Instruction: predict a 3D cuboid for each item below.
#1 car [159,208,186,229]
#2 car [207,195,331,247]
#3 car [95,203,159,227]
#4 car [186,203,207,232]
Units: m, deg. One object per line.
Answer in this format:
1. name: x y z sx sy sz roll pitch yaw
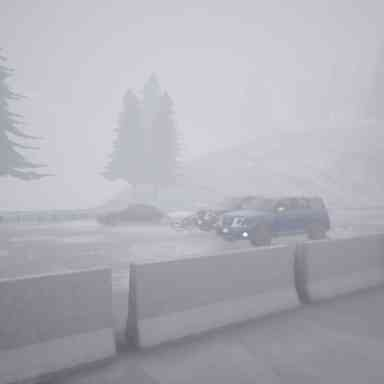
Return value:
1. car: 0.601 1.461 20.883 4.674 1.442 1.812 0 0 -31
2. car: 3.698 1.184 14.654 5.566 2.045 2.150 0 0 -31
3. car: -4.035 1.448 22.127 4.674 1.442 1.812 0 0 -32
4. car: 2.777 1.171 18.172 5.566 2.045 2.150 0 0 -31
